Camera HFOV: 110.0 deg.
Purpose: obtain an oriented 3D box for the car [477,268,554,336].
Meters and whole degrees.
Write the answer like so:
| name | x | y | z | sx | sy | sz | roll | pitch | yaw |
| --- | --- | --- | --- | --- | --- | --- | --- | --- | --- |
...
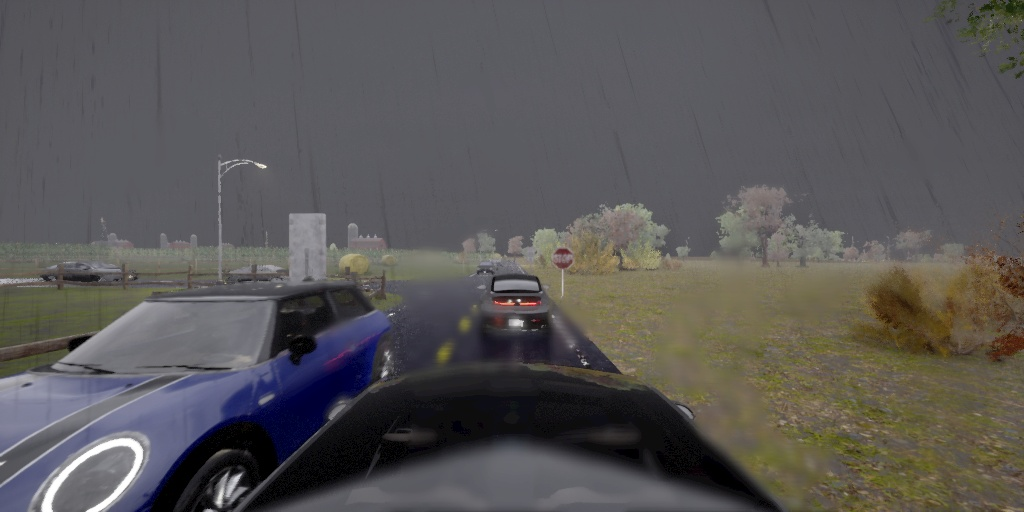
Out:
| name | x | y | z | sx | sy | sz | roll | pitch | yaw |
| --- | --- | --- | --- | --- | --- | --- | --- | --- | --- |
| car | 0.068 | 1.255 | 10.384 | 1.837 | 1.490 | 4.892 | 0 | 0 | -1 |

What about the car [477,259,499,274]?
| name | x | y | z | sx | sy | sz | roll | pitch | yaw |
| --- | --- | --- | --- | --- | --- | --- | --- | --- | --- |
| car | -2.851 | 1.316 | 40.434 | 2.033 | 1.411 | 5.357 | 0 | 0 | 0 |

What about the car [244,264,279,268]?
| name | x | y | z | sx | sy | sz | roll | pitch | yaw |
| --- | --- | --- | --- | --- | --- | --- | --- | --- | --- |
| car | -15.803 | 1.235 | 23.087 | 4.181 | 1.385 | 1.994 | 0 | 1 | -1 |

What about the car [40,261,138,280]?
| name | x | y | z | sx | sy | sz | roll | pitch | yaw |
| --- | --- | --- | --- | --- | --- | --- | --- | --- | --- |
| car | -26.899 | 1.088 | 22.975 | 4.902 | 1.511 | 2.128 | 0 | 1 | -1 |

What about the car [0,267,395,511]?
| name | x | y | z | sx | sy | sz | roll | pitch | yaw |
| --- | --- | --- | --- | --- | --- | --- | --- | --- | --- |
| car | -2.850 | 1.102 | 3.643 | 2.097 | 1.767 | 4.553 | 0 | 0 | 0 |

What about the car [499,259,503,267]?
| name | x | y | z | sx | sy | sz | roll | pitch | yaw |
| --- | --- | --- | --- | --- | --- | --- | --- | --- | --- |
| car | -2.840 | 1.271 | 50.623 | 2.128 | 1.511 | 4.902 | 0 | 0 | 0 |
